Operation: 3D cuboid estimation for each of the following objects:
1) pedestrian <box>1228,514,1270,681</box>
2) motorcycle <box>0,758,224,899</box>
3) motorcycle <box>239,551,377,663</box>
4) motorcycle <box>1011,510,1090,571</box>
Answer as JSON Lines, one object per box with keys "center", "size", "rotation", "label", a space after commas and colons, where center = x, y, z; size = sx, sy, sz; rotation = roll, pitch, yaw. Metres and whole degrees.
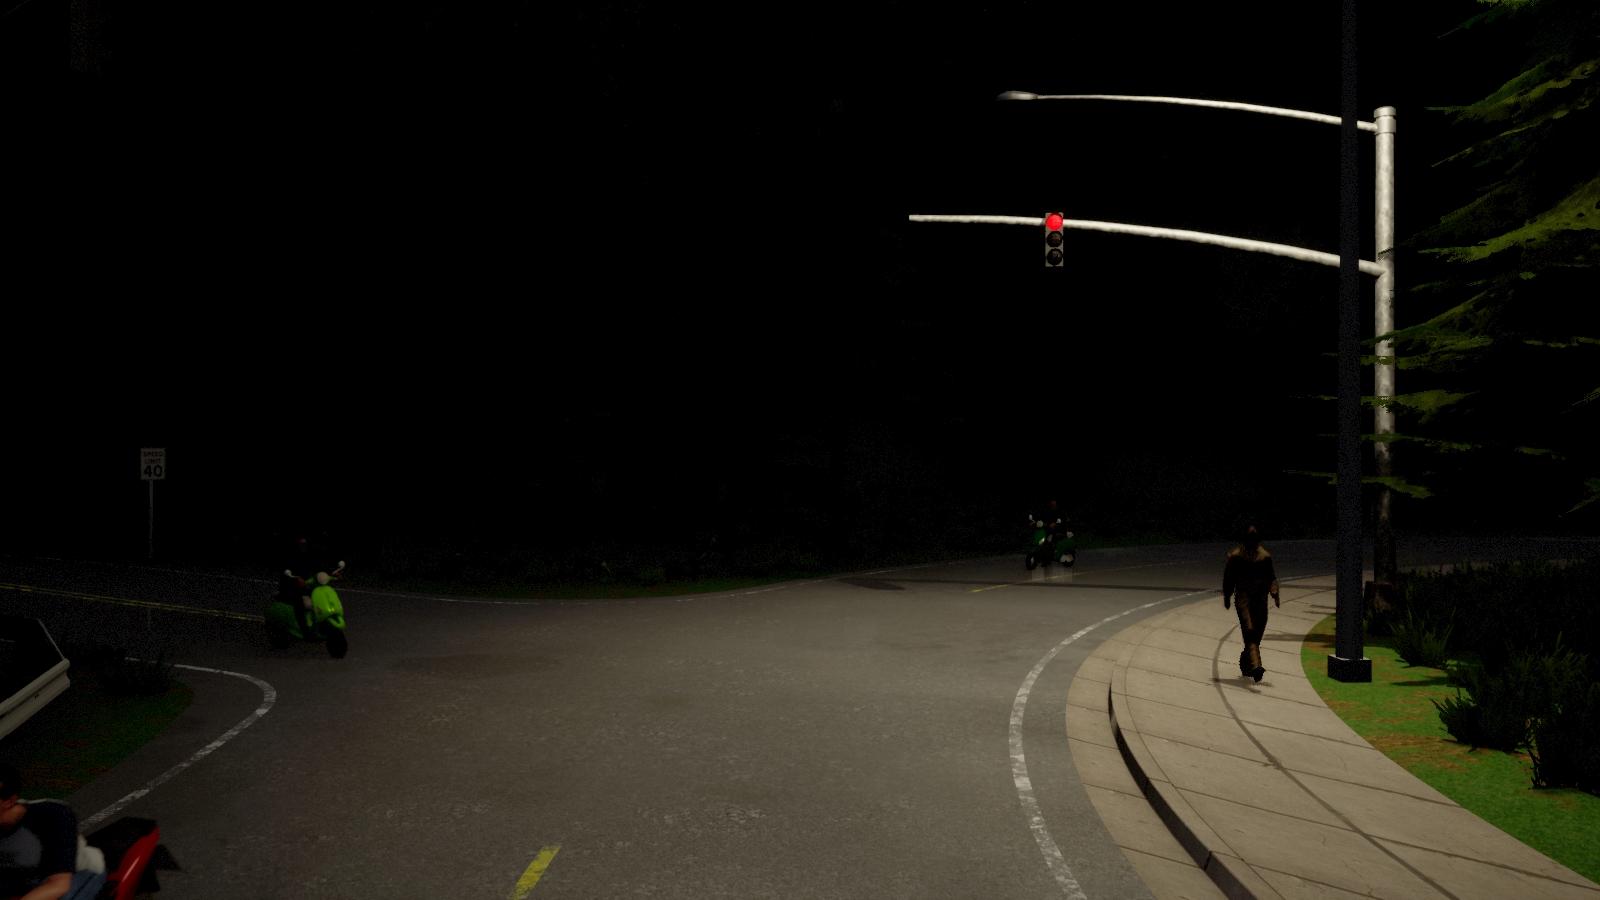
{"center": [5.140, 1.671, 13.096], "size": [0.375, 1.860, 0.375], "rotation": [0, 0, 10], "label": "pedestrian"}
{"center": [-3.299, 2.158, 4.727], "size": [0.803, 1.199, 2.033], "rotation": [0, 0, 0], "label": "motorcycle"}
{"center": [-6.782, 2.120, 15.728], "size": [1.805, 1.316, 0.856], "rotation": [-1, 1, 34], "label": "motorcycle"}
{"center": [5.937, 2.115, 27.011], "size": [1.805, 1.316, 0.856], "rotation": [0, 0, -37], "label": "motorcycle"}
